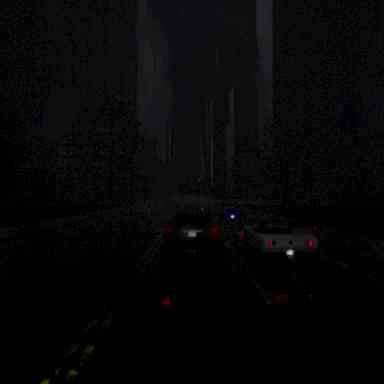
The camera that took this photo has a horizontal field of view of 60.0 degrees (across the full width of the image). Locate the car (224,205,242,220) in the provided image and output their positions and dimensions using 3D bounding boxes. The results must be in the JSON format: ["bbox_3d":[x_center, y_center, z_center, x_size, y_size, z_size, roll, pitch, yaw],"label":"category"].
[{"bbox_3d":[3.266,1.820,28.877,1.812,1.442,4.674,0,0,0],"label":"car"}]

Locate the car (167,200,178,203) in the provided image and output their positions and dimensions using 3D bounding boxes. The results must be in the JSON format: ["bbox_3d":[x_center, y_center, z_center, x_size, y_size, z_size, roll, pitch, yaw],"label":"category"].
[{"bbox_3d":[-3.281,2.125,57.526,1.994,1.385,4.181,0,-1,0],"label":"car"}]

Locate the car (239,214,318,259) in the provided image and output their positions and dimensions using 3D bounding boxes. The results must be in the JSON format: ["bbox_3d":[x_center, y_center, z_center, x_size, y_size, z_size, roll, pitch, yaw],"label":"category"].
[{"bbox_3d":[3.262,1.740,13.240,1.895,1.301,4.718,0,-1,0],"label":"car"}]

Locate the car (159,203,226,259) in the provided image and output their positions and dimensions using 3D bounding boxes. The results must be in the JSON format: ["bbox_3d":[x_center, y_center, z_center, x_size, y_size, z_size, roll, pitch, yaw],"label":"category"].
[{"bbox_3d":[0.015,1.492,13.421,2.097,1.767,4.553,0,-1,0],"label":"car"}]

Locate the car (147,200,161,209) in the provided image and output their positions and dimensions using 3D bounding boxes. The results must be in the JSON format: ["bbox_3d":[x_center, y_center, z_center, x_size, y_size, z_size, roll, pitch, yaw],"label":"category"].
[{"bbox_3d":[-6.529,2.053,57.542,2.128,1.511,4.902,0,-1,0],"label":"car"}]

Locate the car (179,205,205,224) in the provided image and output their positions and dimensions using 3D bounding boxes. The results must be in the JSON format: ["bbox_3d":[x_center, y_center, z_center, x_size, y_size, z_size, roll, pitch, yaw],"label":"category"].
[{"bbox_3d":[0.013,1.854,28.417,1.994,1.385,4.181,0,0,0],"label":"car"}]
